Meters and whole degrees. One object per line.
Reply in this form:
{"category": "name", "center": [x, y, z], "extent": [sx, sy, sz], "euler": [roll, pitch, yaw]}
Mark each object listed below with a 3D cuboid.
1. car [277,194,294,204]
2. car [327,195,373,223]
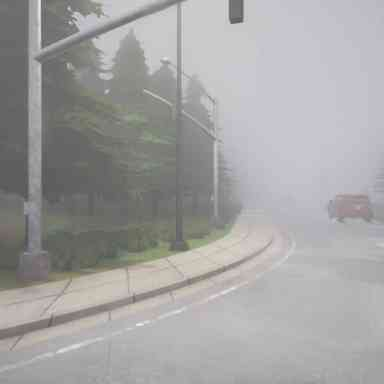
{"category": "car", "center": [17.781, 1.331, 62.277], "extent": [2.097, 1.767, 4.553], "euler": [0, 0, 8]}
{"category": "car", "center": [12.052, 1.211, 25.636], "extent": [2.150, 2.045, 5.566], "euler": [0, 0, 11]}
